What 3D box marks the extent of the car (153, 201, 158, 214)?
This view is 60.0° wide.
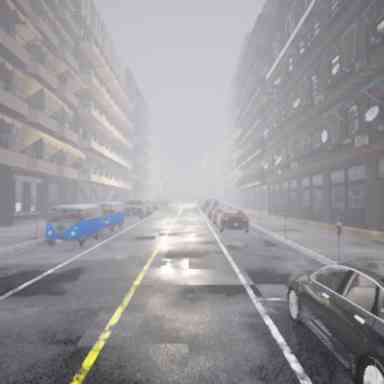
[{"bbox_3d":[-5.456,1.656,37.640,2.192,1.841,5.009,1,-1,0],"label":"car"}]

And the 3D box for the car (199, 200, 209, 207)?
[{"bbox_3d":[2.257,2.205,65.269,1.802,1.307,4.206,1,-1,0],"label":"car"}]

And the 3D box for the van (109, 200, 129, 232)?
[{"bbox_3d":[-5.381,1.526,21.050,1.690,1.788,3.998,1,-1,0],"label":"van"}]

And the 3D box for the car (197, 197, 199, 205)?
[{"bbox_3d":[2.311,1.941,54.209,1.967,1.590,4.097,1,-1,0],"label":"car"}]

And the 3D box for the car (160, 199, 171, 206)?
[{"bbox_3d":[-5.614,2.243,70.820,1.887,1.381,4.507,1,-1,0],"label":"car"}]

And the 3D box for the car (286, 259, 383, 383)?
[{"bbox_3d":[2.570,1.584,4.432,2.008,1.369,4.403,1,0,0],"label":"car"}]

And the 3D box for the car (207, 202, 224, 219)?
[{"bbox_3d":[2.470,1.770,26.553,1.887,1.381,4.507,1,-1,0],"label":"car"}]

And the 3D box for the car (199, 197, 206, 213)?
[{"bbox_3d":[2.364,1.700,43.147,2.192,1.841,5.009,1,-1,0],"label":"car"}]

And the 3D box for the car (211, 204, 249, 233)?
[{"bbox_3d":[2.495,1.719,21.023,1.887,1.381,4.507,1,-1,0],"label":"car"}]

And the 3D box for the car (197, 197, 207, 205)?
[{"bbox_3d":[2.212,2.069,76.334,2.192,1.841,5.009,1,-1,0],"label":"car"}]

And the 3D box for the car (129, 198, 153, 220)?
[{"bbox_3d":[-5.431,1.603,32.111,2.192,1.841,5.009,1,-1,0],"label":"car"}]

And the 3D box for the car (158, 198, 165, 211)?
[{"bbox_3d":[-5.513,2.018,48.700,1.947,1.339,4.313,1,-1,0],"label":"car"}]

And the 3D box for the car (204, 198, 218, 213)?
[{"bbox_3d":[2.454,1.717,32.085,1.967,1.590,4.097,1,-1,0],"label":"car"}]

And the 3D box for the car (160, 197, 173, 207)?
[{"bbox_3d":[-5.583,1.949,65.291,2.192,1.841,5.009,1,-1,0],"label":"car"}]

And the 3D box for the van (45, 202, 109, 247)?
[{"bbox_3d":[-5.355,1.476,15.519,1.690,1.788,3.998,1,0,0],"label":"van"}]

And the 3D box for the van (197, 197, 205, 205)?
[{"bbox_3d":[2.186,2.163,81.865,1.690,1.788,3.998,1,-1,0],"label":"van"}]
